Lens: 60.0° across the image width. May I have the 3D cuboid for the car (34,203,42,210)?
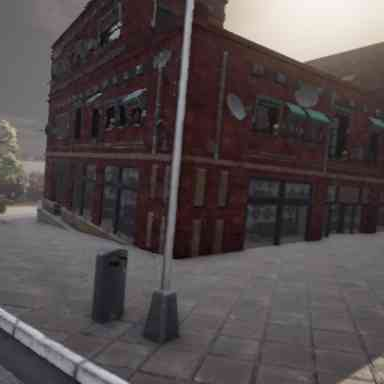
[{"bbox_3d":[-25.226,2.575,57.355,2.033,1.411,5.357,5,-2,-2],"label":"car"}]
